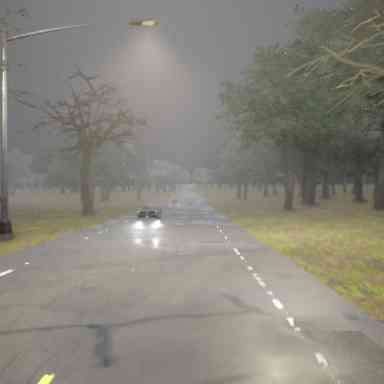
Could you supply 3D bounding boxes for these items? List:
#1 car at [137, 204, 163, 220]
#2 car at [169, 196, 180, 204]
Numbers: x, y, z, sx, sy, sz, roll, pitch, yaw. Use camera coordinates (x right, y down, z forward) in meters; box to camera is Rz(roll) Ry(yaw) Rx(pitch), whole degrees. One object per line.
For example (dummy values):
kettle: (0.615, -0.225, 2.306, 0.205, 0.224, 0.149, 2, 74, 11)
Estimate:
car: (-3.646, 1.730, 29.319, 1.895, 1.301, 4.718, 0, 0, 0)
car: (-3.618, 1.548, 70.194, 2.097, 1.767, 4.553, 0, 0, 0)
